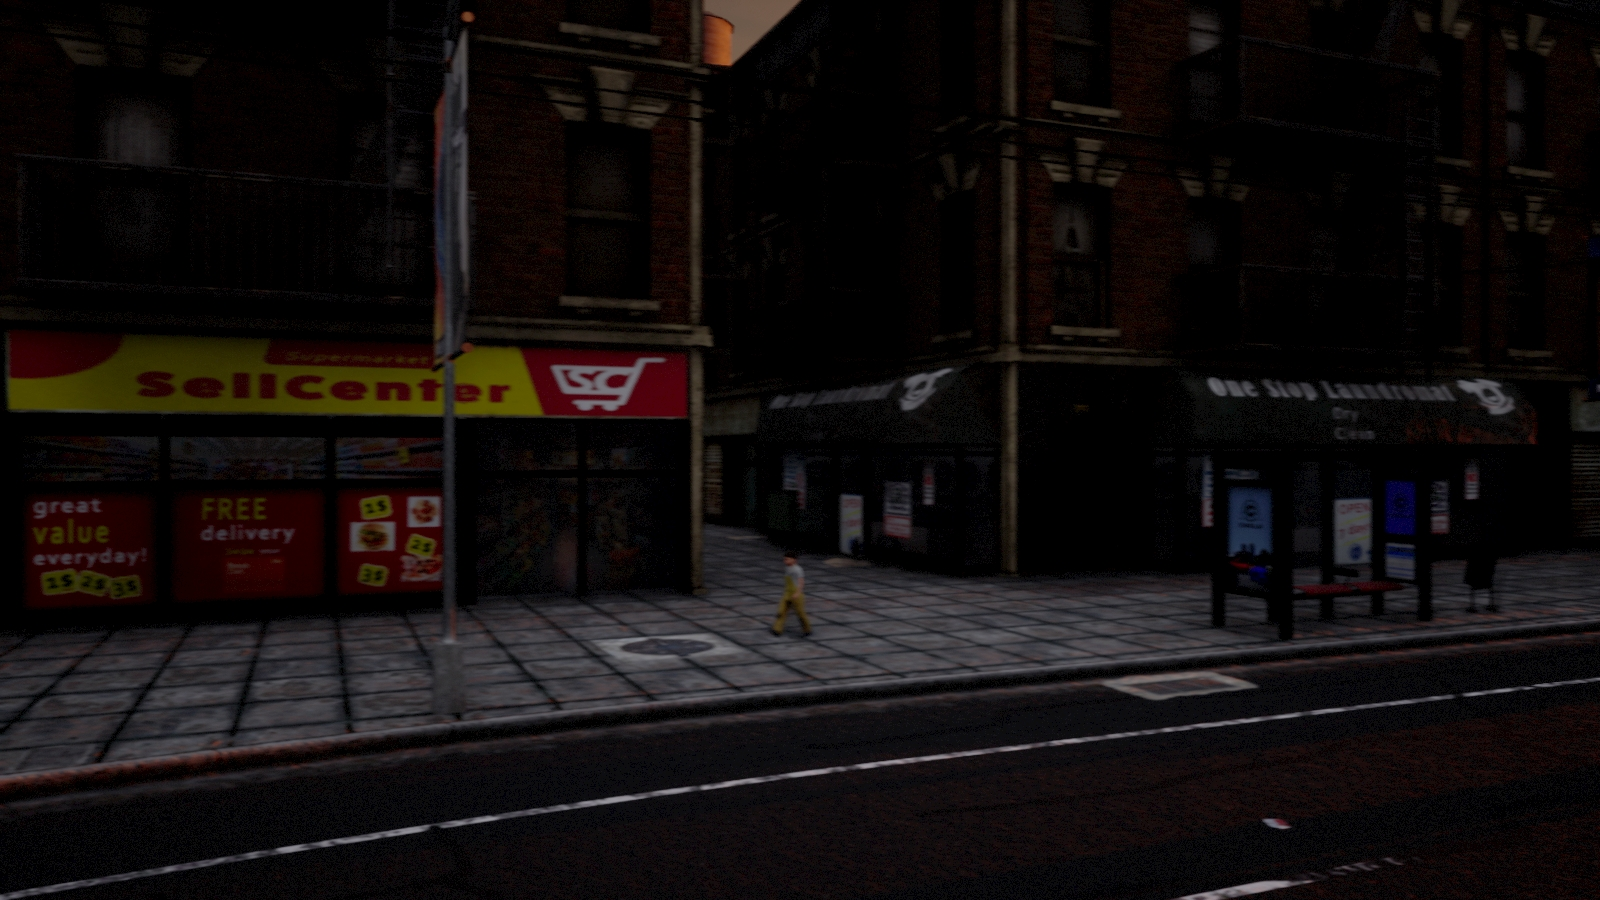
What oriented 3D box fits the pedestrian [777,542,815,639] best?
[{"bbox_3d":[-0.056,1.964,16.102,0.375,1.300,0.375,0,0,-41],"label":"pedestrian"}]
